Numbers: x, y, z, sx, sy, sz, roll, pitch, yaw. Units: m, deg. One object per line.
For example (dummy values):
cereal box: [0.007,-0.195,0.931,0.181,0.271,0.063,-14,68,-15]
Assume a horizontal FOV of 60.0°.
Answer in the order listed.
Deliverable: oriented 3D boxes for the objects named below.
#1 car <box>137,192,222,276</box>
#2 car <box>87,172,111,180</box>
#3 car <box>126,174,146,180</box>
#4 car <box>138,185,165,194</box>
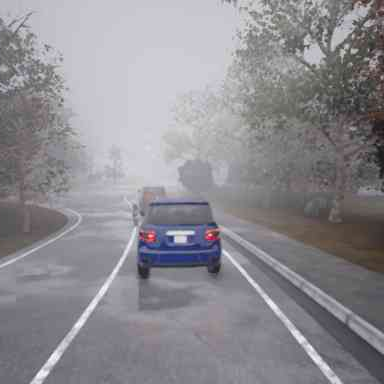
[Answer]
car: [-0.466,1.149,10.347,2.150,2.045,5.566,0,1,-4]
car: [-22.108,-3.778,79.347,5.566,2.045,2.150,0,5,-1]
car: [-13.582,-3.675,80.415,5.008,1.535,1.882,2,5,26]
car: [-3.507,0.421,29.404,2.150,2.045,5.566,-1,4,-13]
